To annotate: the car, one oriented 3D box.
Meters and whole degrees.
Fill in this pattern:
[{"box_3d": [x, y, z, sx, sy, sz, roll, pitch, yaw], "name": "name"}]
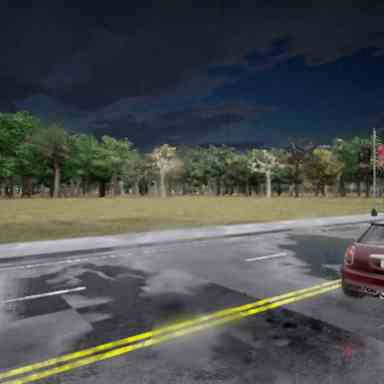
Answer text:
[{"box_3d": [5.285, 1.329, 7.212, 4.553, 1.767, 2.097, 0, 0, -36], "name": "car"}]
